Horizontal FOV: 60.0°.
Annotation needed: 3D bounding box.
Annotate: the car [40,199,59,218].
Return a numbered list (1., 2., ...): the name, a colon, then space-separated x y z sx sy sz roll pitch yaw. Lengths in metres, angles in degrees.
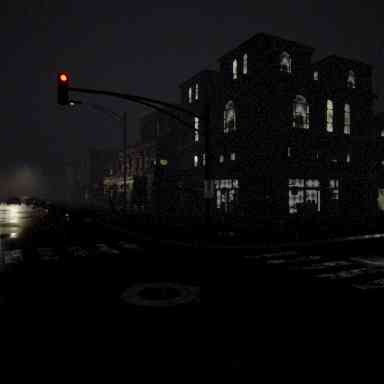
1. car: -12.095 1.587 29.653 1.802 1.307 4.206 0 0 -29

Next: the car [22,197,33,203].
1. car: -33.784 1.605 68.138 1.802 1.307 4.206 0 0 -29

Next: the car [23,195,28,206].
1. car: -25.650 1.454 53.707 1.967 1.590 4.097 0 0 -29

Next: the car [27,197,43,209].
1. car: -20.229 1.561 44.086 2.008 1.369 4.403 0 0 -29

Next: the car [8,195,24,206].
1. car: -30.255 1.494 56.591 1.882 1.535 5.008 0 0 -29

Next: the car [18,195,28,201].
1. car: -41.917 1.475 82.570 1.967 1.590 4.097 0 0 -29

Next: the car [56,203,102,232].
1. car: -6.674 1.569 20.033 1.947 1.339 4.313 0 0 -29

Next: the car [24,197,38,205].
1. car: -28.363 1.568 58.518 2.008 1.369 4.403 0 0 -29
